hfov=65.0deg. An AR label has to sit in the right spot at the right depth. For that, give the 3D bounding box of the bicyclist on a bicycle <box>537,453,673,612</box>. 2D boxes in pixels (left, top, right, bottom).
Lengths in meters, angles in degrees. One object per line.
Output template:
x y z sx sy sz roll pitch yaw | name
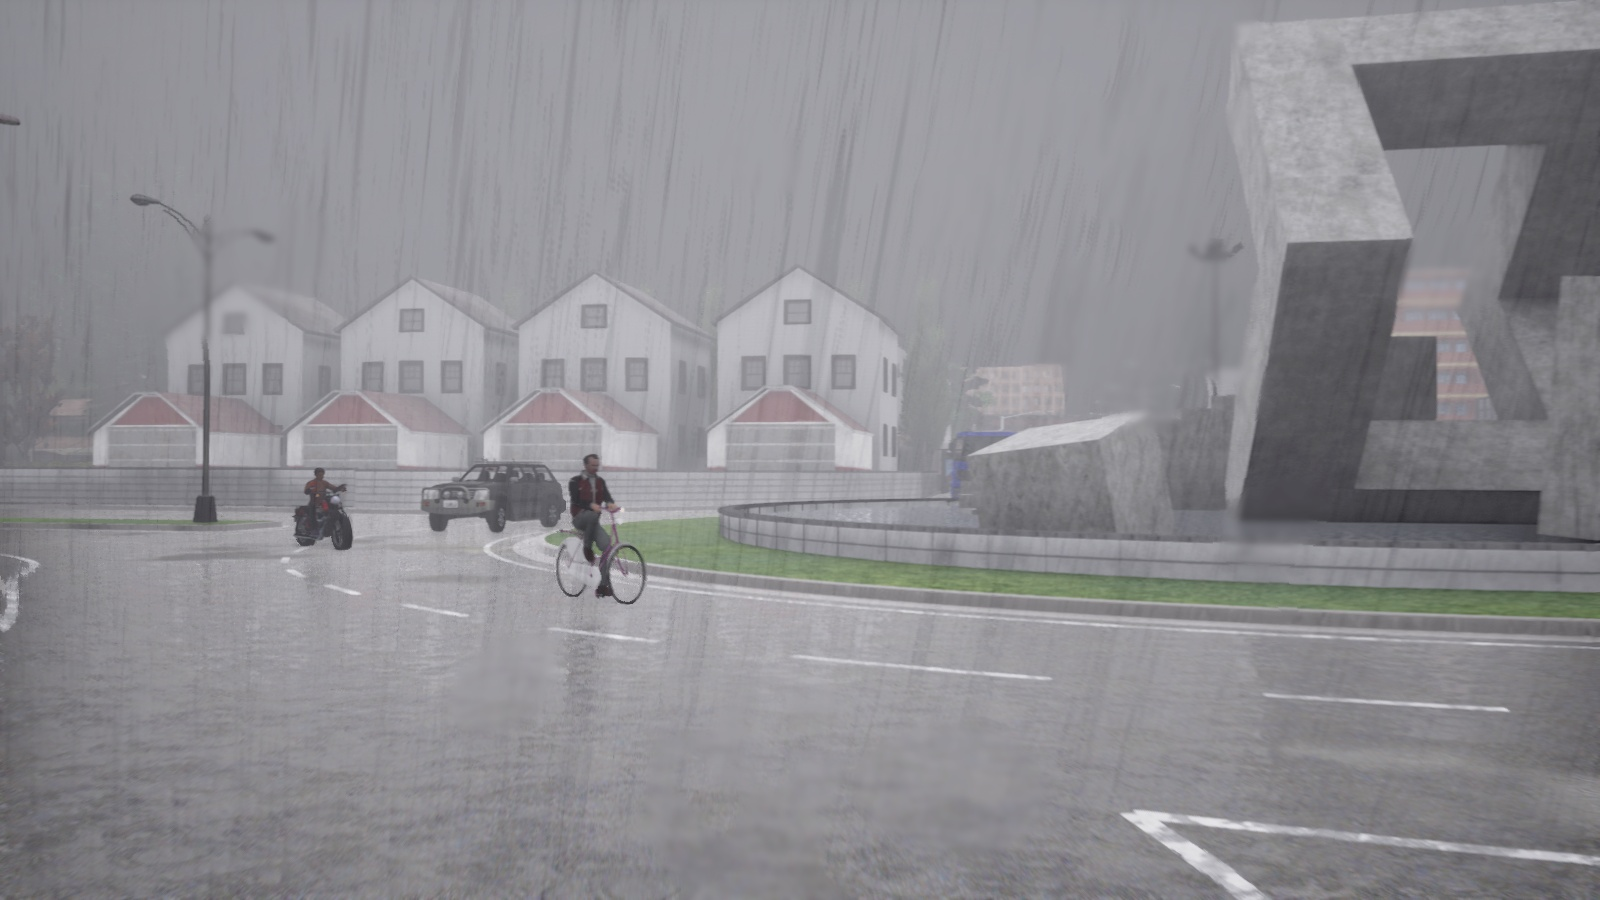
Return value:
-2.345 0.947 14.945 0.659 1.776 1.843 2 -2 -43 | bicyclist on a bicycle

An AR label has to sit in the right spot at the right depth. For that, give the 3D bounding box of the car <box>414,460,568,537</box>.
-7.967 1.221 32.915 1.932 1.855 4.605 -1 -1 15 | car

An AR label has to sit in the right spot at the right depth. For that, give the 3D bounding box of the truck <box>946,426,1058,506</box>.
9.505 0.764 58.341 2.891 3.462 7.936 -1 -1 27 | truck

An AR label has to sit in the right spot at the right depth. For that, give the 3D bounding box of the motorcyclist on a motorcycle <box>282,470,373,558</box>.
-9.332 1.224 24.743 0.766 1.649 2.350 0 0 -45 | motorcyclist on a motorcycle
